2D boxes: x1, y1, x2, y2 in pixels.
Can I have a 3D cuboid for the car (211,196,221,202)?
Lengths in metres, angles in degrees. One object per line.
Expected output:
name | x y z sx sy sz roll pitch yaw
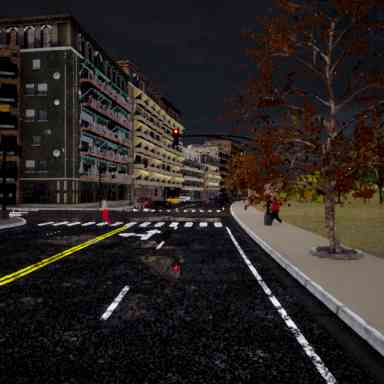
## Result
car | 6.545 1.816 88.990 1.882 1.535 5.008 0 0 13

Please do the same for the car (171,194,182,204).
car | -4.010 1.717 68.430 1.882 1.535 5.008 0 0 9

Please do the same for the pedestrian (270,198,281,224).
pedestrian | 5.353 1.167 21.489 0.375 1.860 0.375 0 0 3

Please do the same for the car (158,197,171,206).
car | -5.615 1.782 58.256 1.895 1.301 4.718 0 0 8

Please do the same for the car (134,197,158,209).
car | -6.895 1.478 48.257 2.097 1.767 4.553 0 0 7

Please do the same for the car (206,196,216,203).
car | 4.455 1.834 78.842 2.128 1.511 4.902 0 0 11

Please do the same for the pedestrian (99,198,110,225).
pedestrian | -5.923 1.322 22.691 0.375 1.860 0.375 0 0 3

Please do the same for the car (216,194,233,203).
car | 7.661 1.534 78.300 2.150 2.045 5.566 0 0 11

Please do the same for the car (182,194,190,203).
car | -1.929 1.535 80.071 2.150 2.045 5.566 0 0 11

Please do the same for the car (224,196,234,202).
car | 9.814 1.870 88.711 2.128 1.511 4.902 0 0 13
